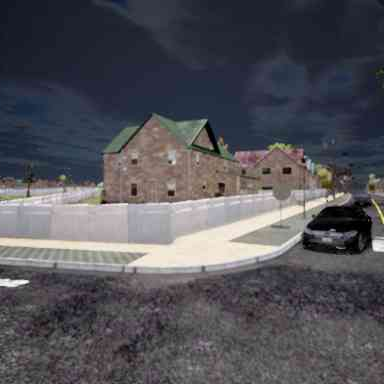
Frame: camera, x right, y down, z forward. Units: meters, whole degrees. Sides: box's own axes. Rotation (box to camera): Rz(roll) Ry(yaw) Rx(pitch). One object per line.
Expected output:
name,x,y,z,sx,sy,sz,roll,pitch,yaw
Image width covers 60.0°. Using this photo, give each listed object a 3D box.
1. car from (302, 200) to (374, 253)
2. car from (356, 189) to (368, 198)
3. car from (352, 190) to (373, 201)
car,5.700,1.245,12.673,1.812,1.442,4.674,2,2,35
car,29.887,0.230,58.424,1.812,1.442,4.674,1,1,27
car,18.776,0.783,36.636,2.033,1.411,5.357,1,1,27
